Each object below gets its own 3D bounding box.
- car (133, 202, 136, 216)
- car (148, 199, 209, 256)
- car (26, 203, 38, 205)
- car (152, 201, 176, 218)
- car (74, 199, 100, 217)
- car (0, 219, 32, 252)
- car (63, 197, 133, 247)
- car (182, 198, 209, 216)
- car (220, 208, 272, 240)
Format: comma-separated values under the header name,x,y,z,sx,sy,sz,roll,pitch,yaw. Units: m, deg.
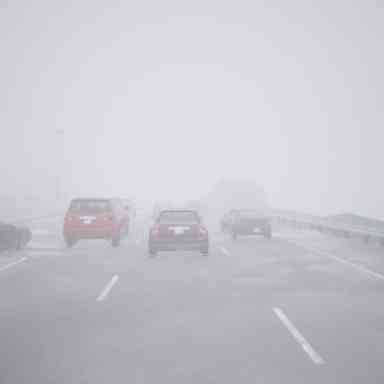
name,x,y,z,sx,sy,sz,roll,pitch,yaw
car,-6.455,1.351,31.937,2.097,1.767,4.553,0,0,-10
car,-0.566,1.350,13.262,2.097,1.767,4.553,0,0,-4
car,-27.713,1.244,57.444,2.150,2.045,5.566,0,0,-19
car,-2.678,1.595,30.817,1.895,1.301,4.718,0,0,-9
car,-10.031,1.509,32.106,1.837,1.490,4.892,0,0,-10
car,-7.387,1.554,11.326,2.033,1.411,5.357,0,0,-4
car,-4.198,1.223,15.322,2.150,2.045,5.566,0,0,-5
car,0.278,1.466,34.086,1.882,1.535,5.008,0,0,-10
car,2.654,1.517,16.964,1.812,1.442,4.674,0,0,-5
